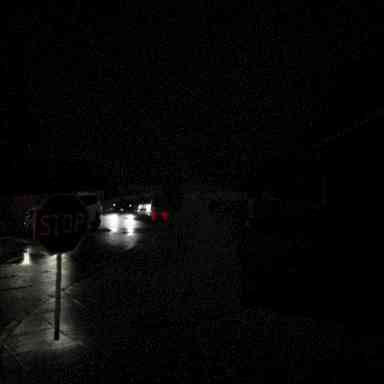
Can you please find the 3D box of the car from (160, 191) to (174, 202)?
[{"bbox_3d":[-4.141,0.726,56.371,2.033,1.411,5.357,2,2,-1],"label":"car"}]

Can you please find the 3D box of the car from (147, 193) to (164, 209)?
[{"bbox_3d":[-3.503,1.125,37.374,2.128,1.511,4.902,2,1,-2],"label":"car"}]

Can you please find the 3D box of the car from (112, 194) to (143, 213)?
[{"bbox_3d":[-6.260,1.217,31.863,1.895,1.301,4.718,2,1,-1],"label":"car"}]

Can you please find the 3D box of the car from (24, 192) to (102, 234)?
[{"bbox_3d":[-6.688,1.047,18.035,2.150,2.045,5.566,2,1,5],"label":"car"}]

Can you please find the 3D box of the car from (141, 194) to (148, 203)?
[{"bbox_3d":[-6.793,0.960,47.596,1.895,1.301,4.718,2,1,-3],"label":"car"}]
